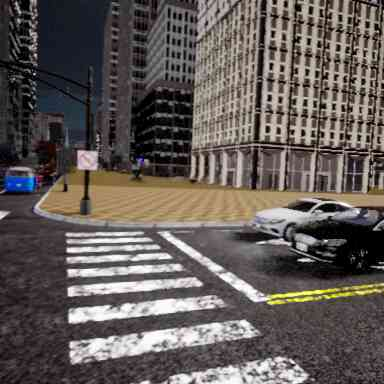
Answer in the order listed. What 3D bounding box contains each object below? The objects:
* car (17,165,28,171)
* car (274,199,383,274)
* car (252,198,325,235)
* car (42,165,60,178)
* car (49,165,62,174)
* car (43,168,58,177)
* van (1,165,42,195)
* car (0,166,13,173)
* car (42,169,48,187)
[{"bbox_3d":[-42.144,-5.964,82.747,1.802,1.307,4.206,1,4,-20],"label":"car"},{"bbox_3d":[5.029,1.154,9.135,4.902,1.511,2.128,1,4,-21],"label":"car"},{"bbox_3d":[4.530,0.964,12.418,4.674,1.442,1.812,2,4,-20],"label":"car"},{"bbox_3d":[-21.217,-3.021,49.172,2.192,1.841,5.009,1,4,-20],"label":"car"},{"bbox_3d":[-28.662,-4.764,69.969,2.192,1.841,5.009,1,4,-20],"label":"car"},{"bbox_3d":[-23.089,-3.228,54.386,1.887,1.381,4.507,1,4,-20],"label":"car"},{"bbox_3d":[-11.805,-0.818,23.222,1.690,1.788,3.998,1,4,-20],"label":"van"},{"bbox_3d":[-34.698,-4.220,61.951,1.802,1.307,4.206,1,4,-20],"label":"car"},{"bbox_3d":[-13.761,-1.052,28.403,1.887,1.381,4.507,1,4,-20],"label":"car"}]
